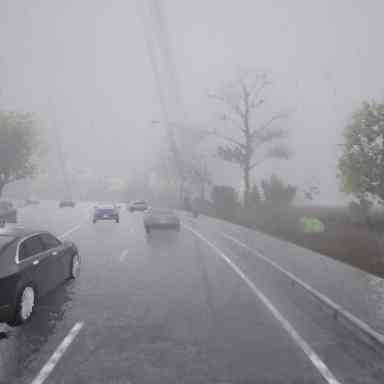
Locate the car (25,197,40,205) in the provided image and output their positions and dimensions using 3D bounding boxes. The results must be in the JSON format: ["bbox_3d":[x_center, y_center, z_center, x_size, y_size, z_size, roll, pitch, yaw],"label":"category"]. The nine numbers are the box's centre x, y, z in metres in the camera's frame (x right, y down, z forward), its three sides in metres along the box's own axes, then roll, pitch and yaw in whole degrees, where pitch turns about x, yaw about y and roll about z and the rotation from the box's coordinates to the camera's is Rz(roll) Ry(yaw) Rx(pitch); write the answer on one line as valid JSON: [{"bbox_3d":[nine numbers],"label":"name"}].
[{"bbox_3d":[-28.686,1.570,59.852,1.812,1.442,4.674,0,0,-32],"label":"car"}]

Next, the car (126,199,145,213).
[{"bbox_3d":[-6.202,1.515,37.227,2.128,1.511,4.902,0,0,-18],"label":"car"}]

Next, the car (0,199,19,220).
[{"bbox_3d":[-13.129,1.386,21.936,2.097,1.767,4.553,0,0,-12],"label":"car"}]

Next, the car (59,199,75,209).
[{"bbox_3d":[-17.374,1.639,46.243,1.895,1.301,4.718,0,0,-24],"label":"car"}]

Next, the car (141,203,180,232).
[{"bbox_3d":[-1.912,1.573,20.222,1.994,1.385,4.181,0,0,-10],"label":"car"}]

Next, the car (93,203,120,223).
[{"bbox_3d":[-6.584,1.546,25.755,1.812,1.442,4.674,0,0,-12],"label":"car"}]

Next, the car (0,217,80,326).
[{"bbox_3d":[-3.793,1.518,6.988,1.837,1.490,4.892,0,0,-4],"label":"car"}]
